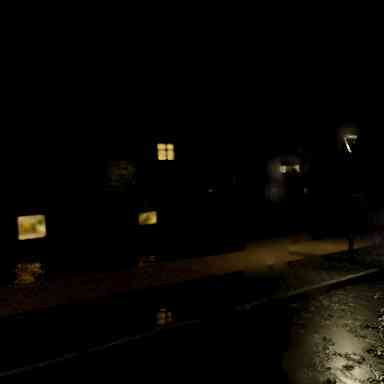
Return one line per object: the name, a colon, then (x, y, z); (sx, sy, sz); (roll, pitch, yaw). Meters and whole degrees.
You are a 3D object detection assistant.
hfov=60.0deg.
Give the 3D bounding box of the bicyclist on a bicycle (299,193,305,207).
bicyclist on a bicycle: (13.023, 0.897, 39.416); (0.582, 1.620, 1.656); (0, 3, 38)
